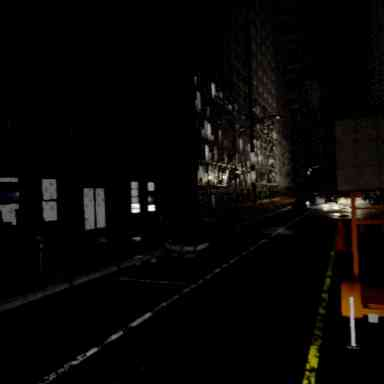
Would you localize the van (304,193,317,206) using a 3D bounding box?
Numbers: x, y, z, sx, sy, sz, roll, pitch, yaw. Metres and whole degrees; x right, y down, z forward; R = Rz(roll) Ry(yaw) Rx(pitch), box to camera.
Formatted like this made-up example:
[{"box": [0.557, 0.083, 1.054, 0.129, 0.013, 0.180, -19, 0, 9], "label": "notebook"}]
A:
[{"box": [17.145, 1.058, 48.406, 1.690, 1.788, 3.998, -2, 0, 25], "label": "van"}]

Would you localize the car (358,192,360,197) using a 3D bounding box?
[{"box": [31.878, 0.676, 60.427, 1.967, 1.590, 4.097, -2, 0, 25], "label": "car"}]

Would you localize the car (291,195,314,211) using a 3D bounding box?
[{"box": [12.405, 1.375, 38.057, 2.008, 1.369, 4.403, -2, 0, 25], "label": "car"}]

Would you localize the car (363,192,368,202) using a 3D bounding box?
[{"box": [24.762, 0.960, 44.906, 2.008, 1.369, 4.403, -2, 0, 25], "label": "car"}]

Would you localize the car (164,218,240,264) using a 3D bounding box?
[{"box": [0.536, 1.654, 12.188, 1.802, 1.307, 4.206, -2, 0, 25], "label": "car"}]

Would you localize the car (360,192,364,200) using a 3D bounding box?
[{"box": [29.505, 0.734, 55.254, 1.967, 1.590, 4.097, -2, 0, 25], "label": "car"}]

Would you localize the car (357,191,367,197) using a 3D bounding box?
[{"box": [41.377, 0.541, 81.122, 1.887, 1.381, 4.507, -2, 0, 25], "label": "car"}]

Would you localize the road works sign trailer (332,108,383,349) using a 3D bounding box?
[{"box": [3.713, 0.369, 5.573, 2.380, 3.560, 2.880, -2, 0, 25], "label": "road works sign trailer"}]

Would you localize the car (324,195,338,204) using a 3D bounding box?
[{"box": [21.572, 1.171, 51.591, 1.895, 1.301, 4.718, -2, 0, 25], "label": "car"}]

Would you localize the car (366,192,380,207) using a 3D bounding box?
[{"box": [22.388, 1.015, 39.732, 2.008, 1.369, 4.403, -2, 0, 25], "label": "car"}]

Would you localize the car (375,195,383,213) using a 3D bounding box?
[{"box": [17.642, 1.149, 29.385, 1.802, 1.307, 4.206, -2, 0, 25], "label": "car"}]
